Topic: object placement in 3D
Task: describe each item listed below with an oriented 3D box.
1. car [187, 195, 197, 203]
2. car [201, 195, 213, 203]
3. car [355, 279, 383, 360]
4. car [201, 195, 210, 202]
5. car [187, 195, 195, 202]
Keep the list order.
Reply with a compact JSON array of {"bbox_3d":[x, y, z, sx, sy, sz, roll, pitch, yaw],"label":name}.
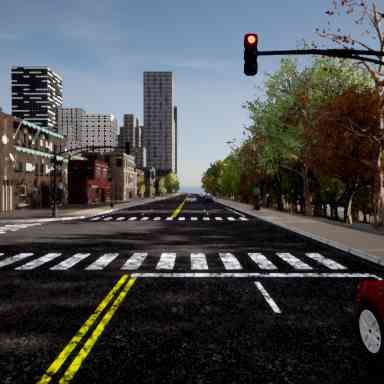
[{"bbox_3d":[-0.045,1.575,67.309,1.895,1.301,4.718,0,0,0],"label":"car"},{"bbox_3d":[3.206,1.522,65.794,2.033,1.411,5.357,0,0,0],"label":"car"},{"bbox_3d":[3.344,1.477,2.928,1.882,1.535,5.008,0,0,0],"label":"car"},{"bbox_3d":[3.088,1.469,76.289,1.837,1.490,4.892,0,0,0],"label":"car"},{"bbox_3d":[-0.167,1.469,77.348,1.837,1.490,4.892,0,0,0],"label":"car"}]
